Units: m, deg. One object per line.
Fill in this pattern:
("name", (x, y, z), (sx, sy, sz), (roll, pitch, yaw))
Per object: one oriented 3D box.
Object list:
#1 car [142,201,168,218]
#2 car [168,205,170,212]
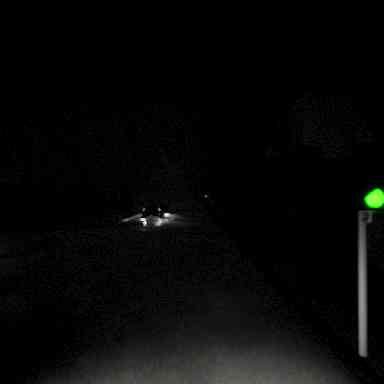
("car", (-4.110, 1.797, 35.834), (2.097, 1.767, 4.553), (0, -1, 0))
("car", (-4.094, 2.170, 45.892), (1.895, 1.301, 4.718), (0, -1, 0))
